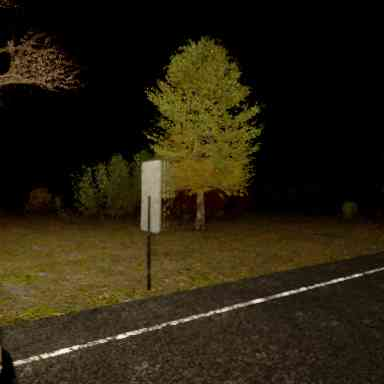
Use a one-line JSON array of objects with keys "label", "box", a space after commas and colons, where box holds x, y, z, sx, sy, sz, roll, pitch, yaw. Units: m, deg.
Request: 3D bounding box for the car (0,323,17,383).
[{"label": "car", "box": [-3.530, 1.470, 1.467, 4.902, 1.511, 2.128, 1, -1, -36]}]
